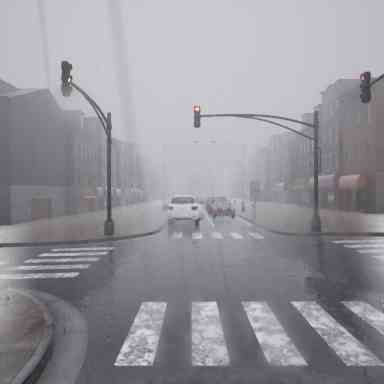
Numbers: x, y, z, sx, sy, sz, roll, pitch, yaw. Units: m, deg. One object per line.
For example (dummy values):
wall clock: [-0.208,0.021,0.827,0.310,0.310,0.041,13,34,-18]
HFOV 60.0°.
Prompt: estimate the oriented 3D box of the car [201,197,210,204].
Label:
car: [2.741,1.674,67.677,1.752,1.417,4.829,-1,0,0]

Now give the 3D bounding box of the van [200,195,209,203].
van: [2.747,1.511,72.911,1.690,1.788,3.998,-1,0,0]

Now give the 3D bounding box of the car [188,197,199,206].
car: [0.197,1.622,58.983,1.837,1.490,4.892,0,0,0]

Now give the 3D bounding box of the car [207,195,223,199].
car: [2.686,1.359,35.094,2.192,1.841,5.009,-1,0,0]

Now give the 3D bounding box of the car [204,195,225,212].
car: [2.694,1.373,40.496,2.192,1.841,5.009,-1,0,0]

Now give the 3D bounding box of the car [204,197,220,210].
car: [2.704,1.513,45.898,1.967,1.590,4.097,-1,0,0]

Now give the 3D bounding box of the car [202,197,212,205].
car: [2.732,1.653,62.275,1.752,1.417,4.829,-1,0,0]

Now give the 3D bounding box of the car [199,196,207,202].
car: [2.768,1.800,83.714,1.802,1.307,4.206,-1,0,0]

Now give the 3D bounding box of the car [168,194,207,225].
car: [-0.364,1.243,24.581,2.150,2.045,5.566,0,0,6]

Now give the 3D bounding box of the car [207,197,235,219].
car: [2.678,1.472,29.691,1.967,1.590,4.097,-1,0,0]

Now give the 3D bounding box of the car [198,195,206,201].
car: [2.784,1.710,94.520,1.967,1.590,4.097,-1,0,0]

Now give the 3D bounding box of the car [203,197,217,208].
car: [2.713,1.530,51.301,1.967,1.590,4.097,-1,0,0]
